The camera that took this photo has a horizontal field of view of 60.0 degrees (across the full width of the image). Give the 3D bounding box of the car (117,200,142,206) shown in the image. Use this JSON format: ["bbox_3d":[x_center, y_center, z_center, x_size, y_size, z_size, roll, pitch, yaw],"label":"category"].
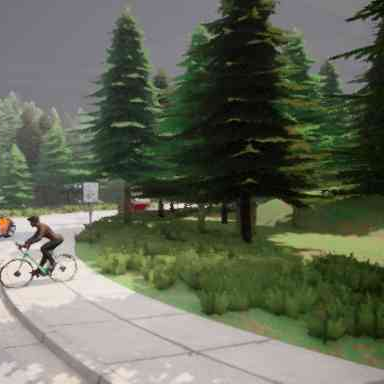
[{"bbox_3d":[-7.329,1.780,42.216,1.882,1.535,5.008,-1,-1,30],"label":"car"}]

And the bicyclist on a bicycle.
[{"bbox_3d":[-3.485,1.365,7.679,1.656,1.620,0.582,1,-1,-35],"label":"bicyclist on a bicycle"}]

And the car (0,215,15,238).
[{"bbox_3d":[-10.084,1.500,15.677,2.097,1.767,4.553,0,0,-11],"label":"car"}]
